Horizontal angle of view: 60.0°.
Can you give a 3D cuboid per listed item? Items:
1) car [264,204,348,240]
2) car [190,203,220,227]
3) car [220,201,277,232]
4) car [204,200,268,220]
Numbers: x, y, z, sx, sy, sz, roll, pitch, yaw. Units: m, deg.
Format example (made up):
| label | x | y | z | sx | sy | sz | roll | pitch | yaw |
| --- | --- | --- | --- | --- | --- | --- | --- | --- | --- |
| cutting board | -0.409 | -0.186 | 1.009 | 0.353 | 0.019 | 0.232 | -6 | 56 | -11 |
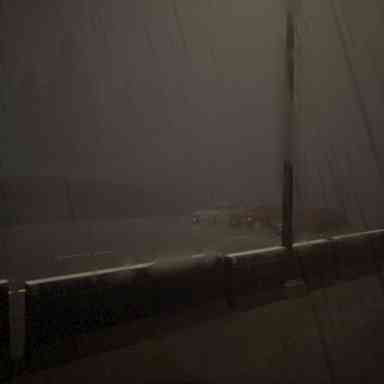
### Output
| label | x | y | z | sx | sy | sz | roll | pitch | yaw |
| --- | --- | --- | --- | --- | --- | --- | --- | --- | --- |
| car | 6.106 | 1.465 | 16.943 | 4.674 | 1.442 | 1.812 | -1 | 0 | -35 |
| car | 2.041 | 1.465 | 22.642 | 4.674 | 1.442 | 1.812 | -1 | 0 | -35 |
| car | 4.382 | 1.414 | 20.012 | 5.008 | 1.535 | 1.882 | -1 | 0 | -35 |
| car | 3.797 | 1.452 | 28.196 | 5.357 | 1.411 | 2.033 | -1 | 0 | -36 |
